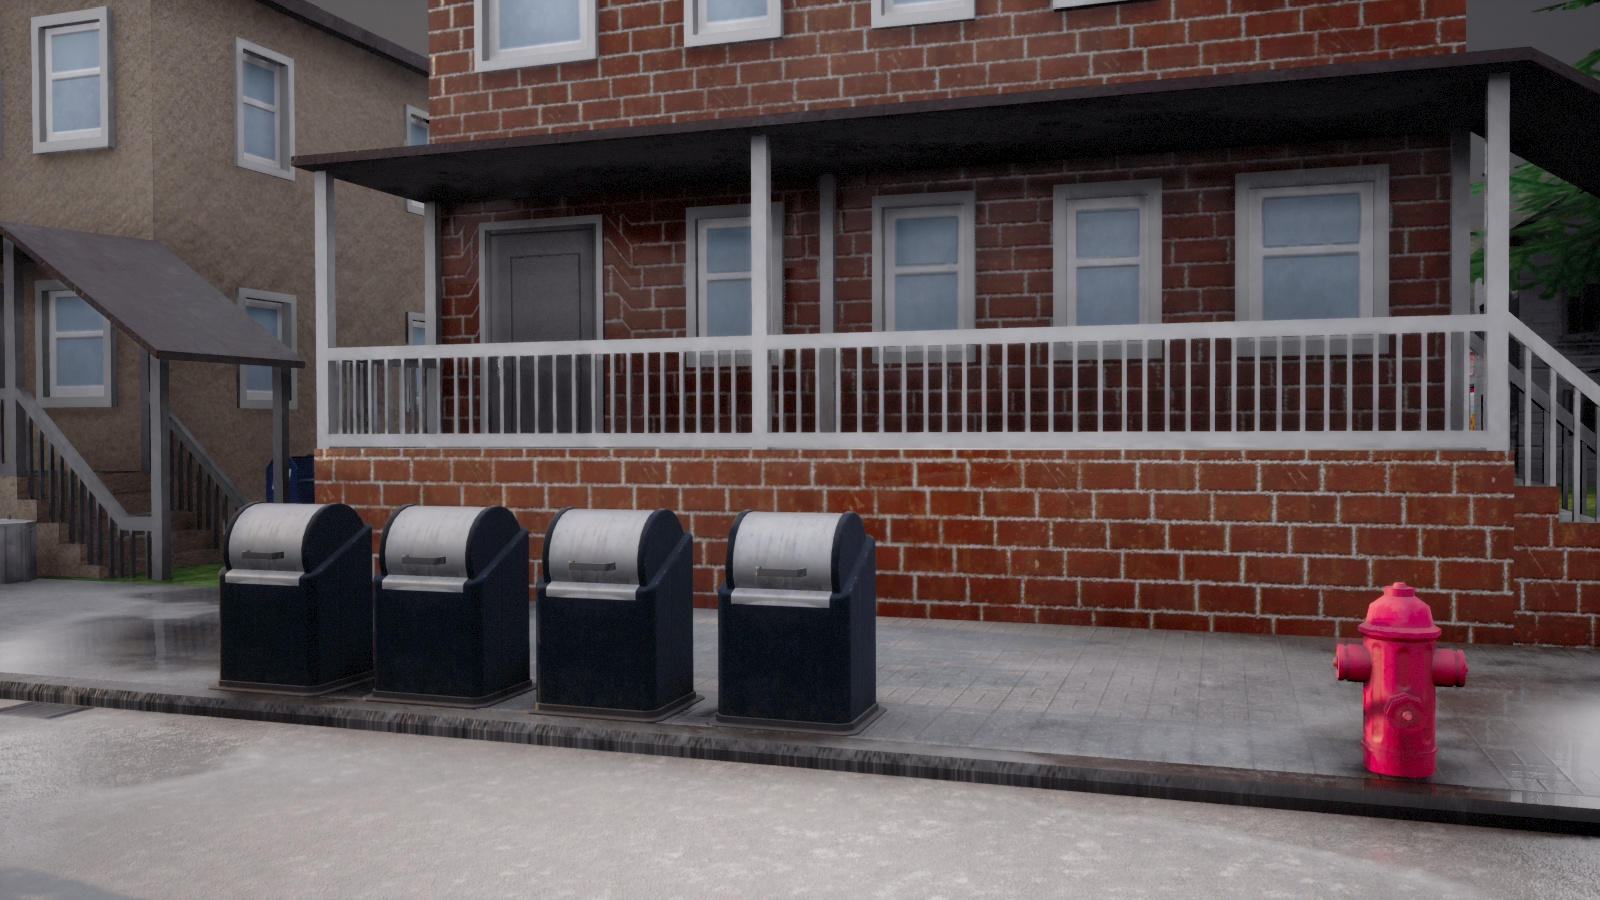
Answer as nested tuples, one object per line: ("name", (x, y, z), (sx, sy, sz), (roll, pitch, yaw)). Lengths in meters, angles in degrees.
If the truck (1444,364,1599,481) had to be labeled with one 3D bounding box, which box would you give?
("truck", (26.759, -0.918, 42.503), (8.468, 3.827, 2.891), (1, 1, 18))
